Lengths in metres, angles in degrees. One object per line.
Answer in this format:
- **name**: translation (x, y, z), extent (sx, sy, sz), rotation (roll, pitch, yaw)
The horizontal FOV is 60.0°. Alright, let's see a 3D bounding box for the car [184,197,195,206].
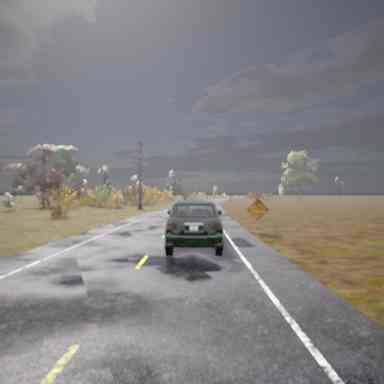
- **car**: translation (-0.490, 2.015, 72.057), extent (2.097, 1.767, 4.553), rotation (0, -1, 5)

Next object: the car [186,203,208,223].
- **car**: translation (0.494, 1.783, 29.222), extent (1.837, 1.490, 4.892), rotation (0, 0, 2)

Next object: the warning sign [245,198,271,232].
- **warning sign**: translation (3.755, 1.296, 18.970), extent (1.300, 1.860, 1.060), rotation (0, 0, 1)

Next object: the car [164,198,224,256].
- **car**: translation (0.108, 1.350, 13.966), extent (2.150, 2.045, 5.566), rotation (0, 0, 1)
